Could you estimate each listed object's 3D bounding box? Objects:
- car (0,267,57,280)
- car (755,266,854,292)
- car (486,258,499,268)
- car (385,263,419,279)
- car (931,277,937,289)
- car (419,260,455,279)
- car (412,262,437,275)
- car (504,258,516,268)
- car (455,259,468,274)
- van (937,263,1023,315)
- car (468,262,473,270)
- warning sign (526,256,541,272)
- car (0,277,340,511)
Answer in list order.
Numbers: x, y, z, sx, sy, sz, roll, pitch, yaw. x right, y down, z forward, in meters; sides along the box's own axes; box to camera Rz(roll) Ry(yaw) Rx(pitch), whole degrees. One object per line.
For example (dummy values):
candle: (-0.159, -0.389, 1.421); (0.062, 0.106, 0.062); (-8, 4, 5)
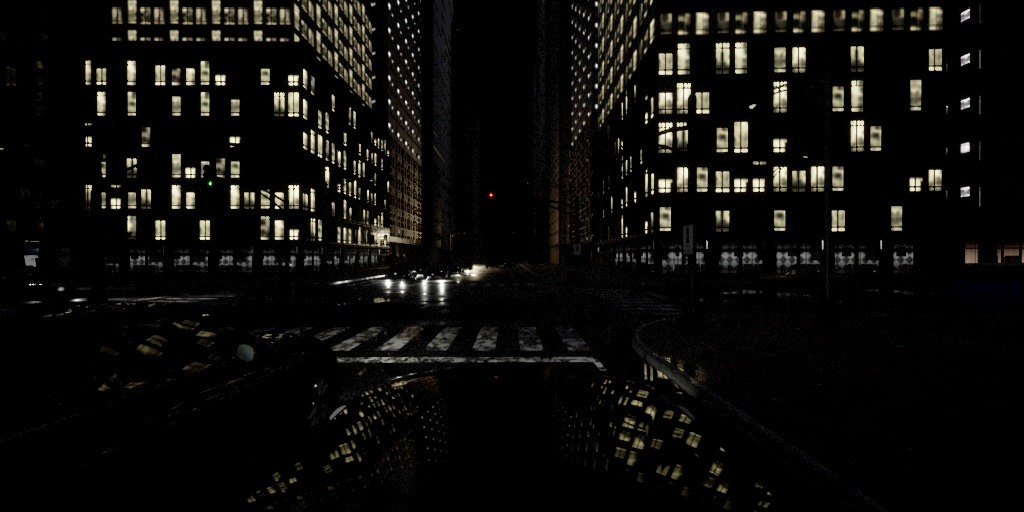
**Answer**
car: (-23.088, 1.250, 16.399); (4.902, 1.511, 2.128); (0, 0, 0)
car: (16.966, 1.293, 20.949); (4.829, 1.417, 1.751); (0, 0, 2)
car: (-3.541, 1.214, 63.660); (2.097, 1.767, 4.553); (0, 0, -1)
car: (-10.049, 1.343, 32.807); (1.994, 1.385, 4.181); (0, 0, 0)
car: (26.803, 1.357, 20.528); (4.207, 1.307, 1.802); (0, 0, 2)
car: (-6.798, 1.305, 32.963); (1.812, 1.442, 4.674); (0, 0, 0)
car: (-10.098, 1.361, 41.716); (1.994, 1.385, 4.181); (0, 0, 0)
car: (-0.397, 1.426, 63.840); (1.994, 1.385, 4.181); (0, 0, 0)
car: (-6.862, 1.277, 42.837); (1.882, 1.535, 5.008); (0, 0, 0)
van: (18.289, 1.119, 12.786); (3.998, 1.789, 1.690); (0, 0, 2)
car: (-6.913, 1.390, 52.816); (1.994, 1.385, 4.181); (0, 0, 0)
warning sign: (2.600, 0.910, 40.844); (1.300, 1.860, 1.060); (0, 0, 0)
car: (-3.155, 1.102, 2.569); (2.097, 1.767, 4.553); (0, 0, 0)
